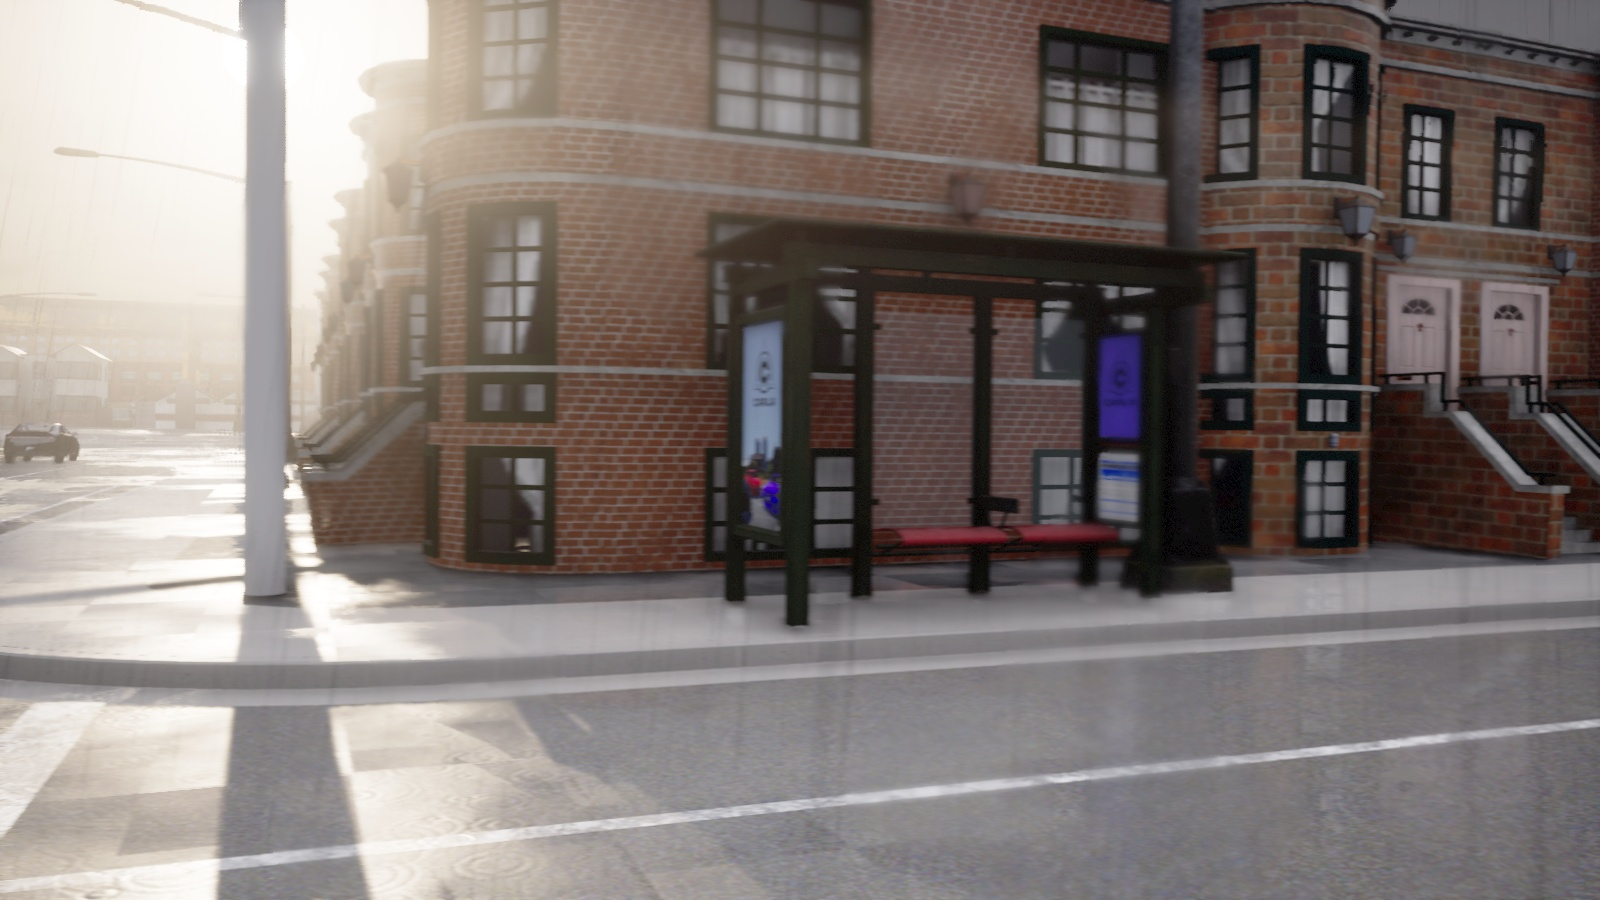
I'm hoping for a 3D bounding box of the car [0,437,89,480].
[{"bbox_3d":[-28.713,0.286,47.837,2.128,1.511,4.902,-1,1,-21],"label":"car"}]
